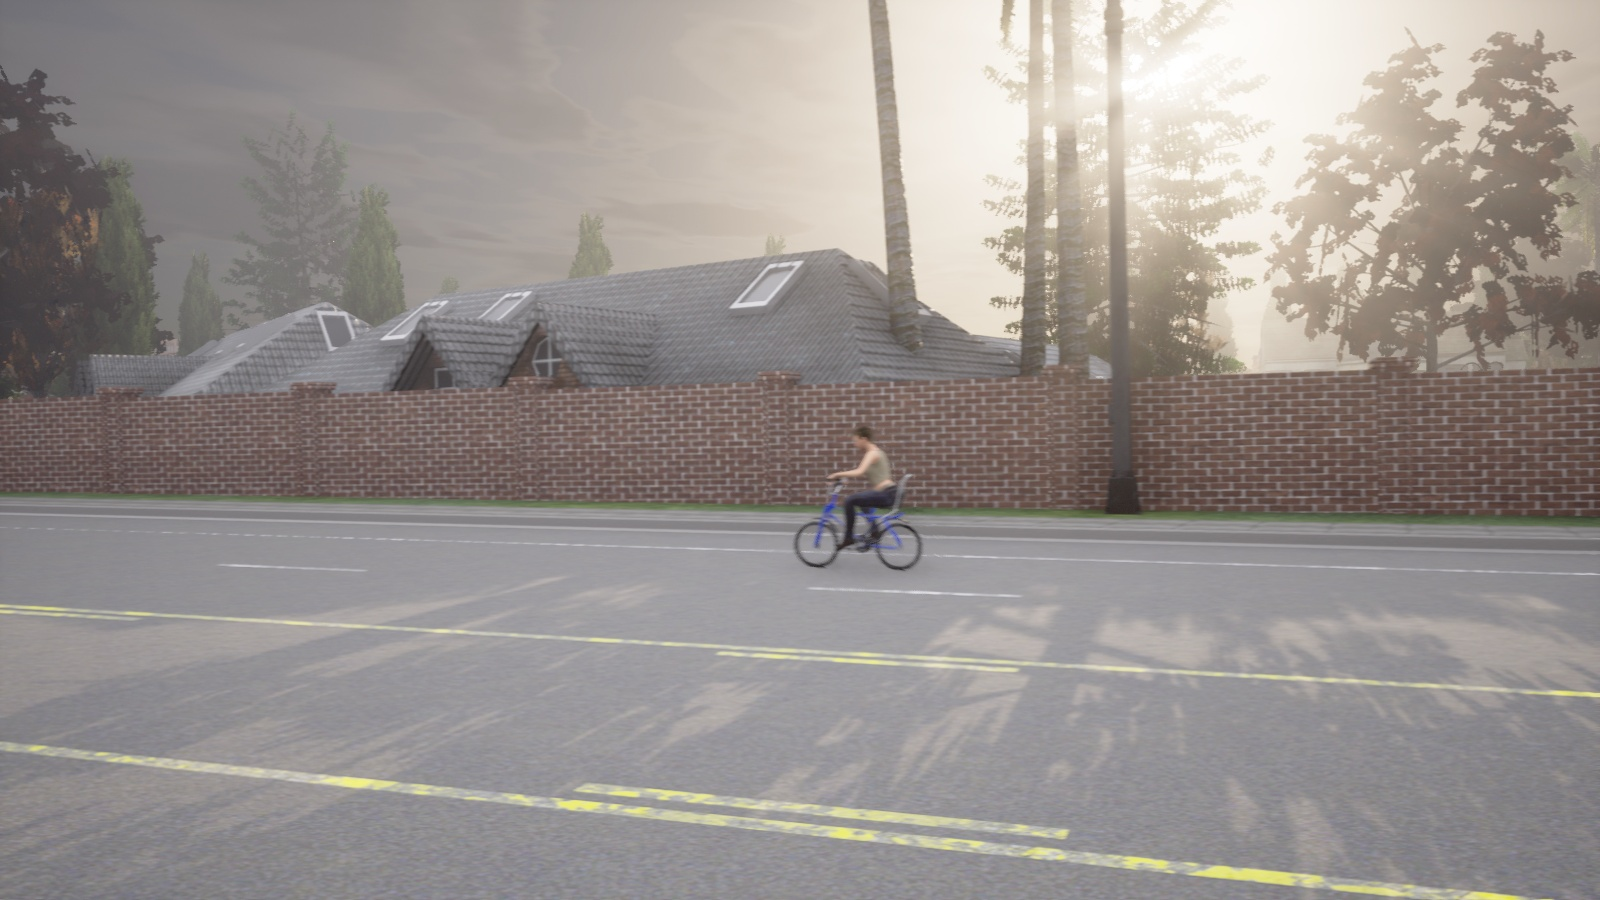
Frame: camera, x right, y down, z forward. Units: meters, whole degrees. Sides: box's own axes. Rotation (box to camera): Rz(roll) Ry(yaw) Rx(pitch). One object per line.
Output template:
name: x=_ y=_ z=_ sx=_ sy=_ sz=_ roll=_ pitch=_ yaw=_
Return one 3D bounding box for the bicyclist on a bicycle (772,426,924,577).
bicyclist on a bicycle: x=0.550 y=0.541 z=14.079 sx=1.509 sy=1.612 sz=0.866 roll=0 pitch=1 yaw=19
